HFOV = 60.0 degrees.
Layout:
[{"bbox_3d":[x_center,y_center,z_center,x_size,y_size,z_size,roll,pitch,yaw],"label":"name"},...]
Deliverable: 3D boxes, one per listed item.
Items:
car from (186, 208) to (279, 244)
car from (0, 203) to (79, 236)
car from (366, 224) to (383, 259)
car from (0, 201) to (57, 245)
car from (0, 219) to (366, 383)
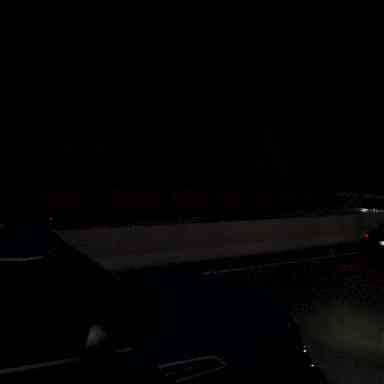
[{"bbox_3d":[2.018,1.556,16.294,4.181,1.385,1.994,0,0,-30],"label":"car"},{"bbox_3d":[-9.011,1.471,18.443,5.008,1.535,1.882,0,0,-25],"label":"car"},{"bbox_3d":[7.672,1.557,11.287,4.181,1.385,1.994,0,0,-31],"label":"car"},{"bbox_3d":[-8.518,1.347,14.863,4.553,1.767,2.097,0,0,-24],"label":"car"},{"bbox_3d":[-1.687,1.216,2.307,5.566,2.045,2.150,1,0,-25],"label":"car"}]
